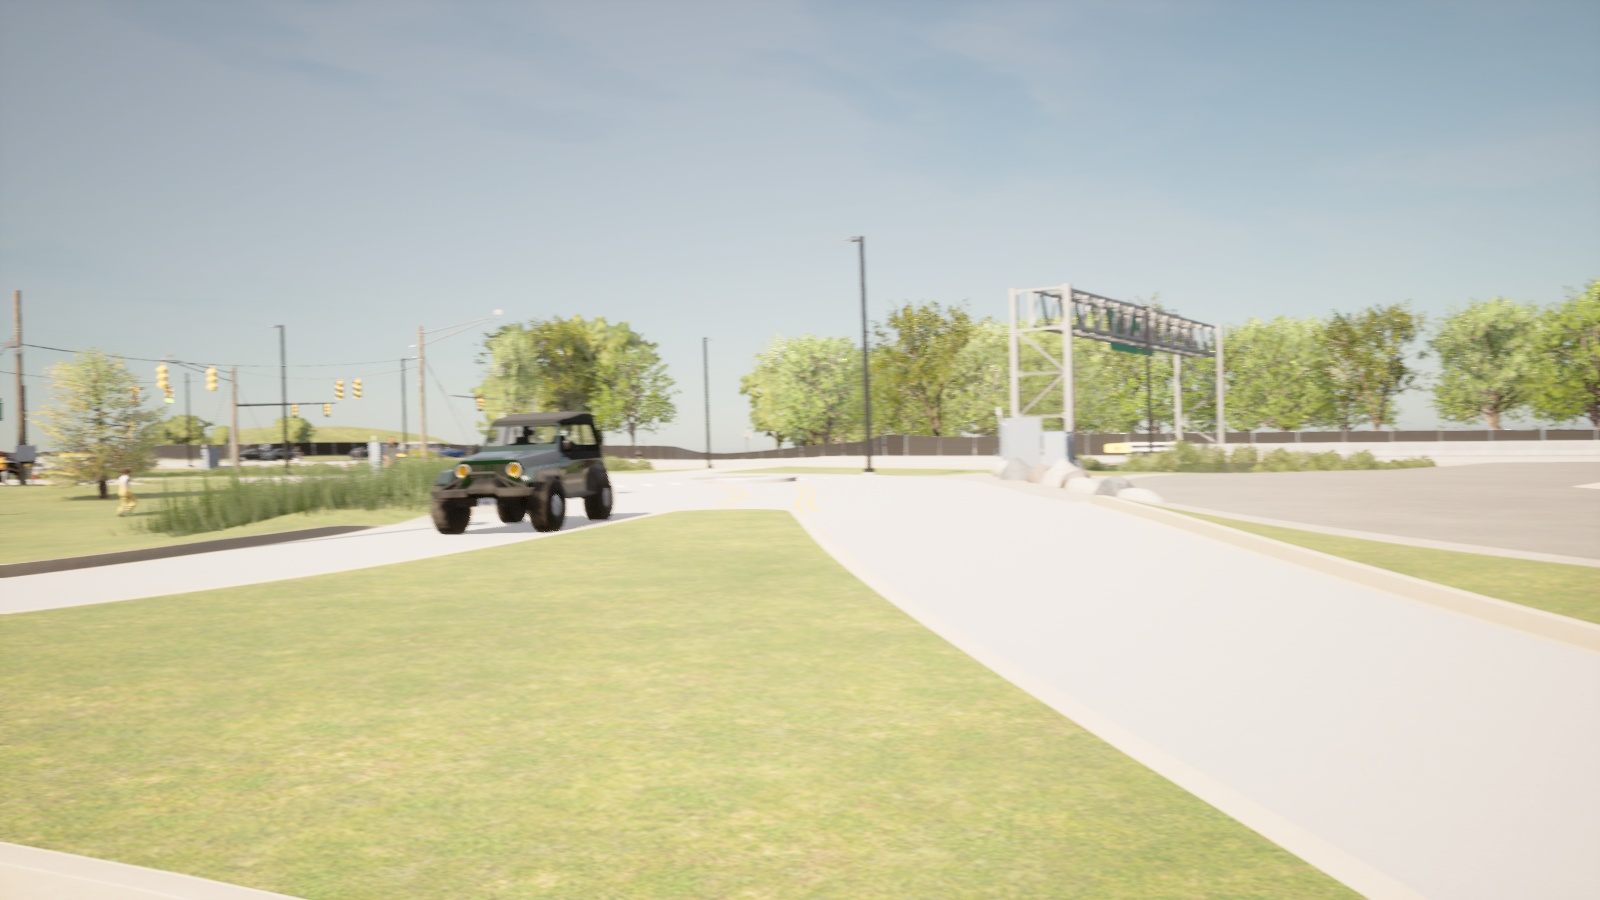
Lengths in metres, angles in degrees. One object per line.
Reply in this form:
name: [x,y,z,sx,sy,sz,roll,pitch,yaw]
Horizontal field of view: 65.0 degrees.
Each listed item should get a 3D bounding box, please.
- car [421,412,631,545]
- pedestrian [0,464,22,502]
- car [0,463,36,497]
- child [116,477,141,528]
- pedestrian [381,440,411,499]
car: [-4.314,0.388,20.451,1.905,1.878,3.866,-3,1,10]
pedestrian: [-39.473,1.644,62.528,0.900,1.855,0.874,-3,-1,29]
car: [-46.455,1.793,73.027,3.866,1.878,1.905,-2,0,34]
child: [-17.081,1.332,31.953,0.270,1.263,0.437,-3,-1,38]
pedestrian: [-12.842,0.627,39.933,0.694,1.848,0.540,-3,-1,37]
